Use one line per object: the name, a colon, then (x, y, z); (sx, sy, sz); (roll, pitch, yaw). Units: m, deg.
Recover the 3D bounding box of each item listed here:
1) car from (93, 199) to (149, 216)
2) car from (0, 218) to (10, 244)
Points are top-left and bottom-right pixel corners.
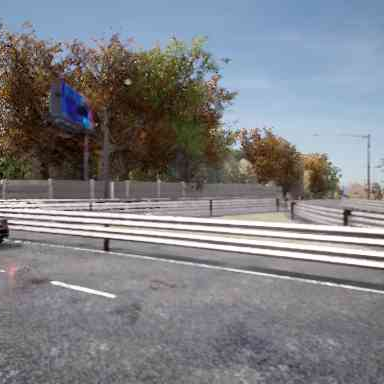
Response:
car: (-5.886, 1.351, 27.836); (4.674, 1.442, 1.812); (0, 0, -29)
car: (-9.635, 1.380, 13.529); (5.008, 1.535, 1.882); (0, 0, 27)
